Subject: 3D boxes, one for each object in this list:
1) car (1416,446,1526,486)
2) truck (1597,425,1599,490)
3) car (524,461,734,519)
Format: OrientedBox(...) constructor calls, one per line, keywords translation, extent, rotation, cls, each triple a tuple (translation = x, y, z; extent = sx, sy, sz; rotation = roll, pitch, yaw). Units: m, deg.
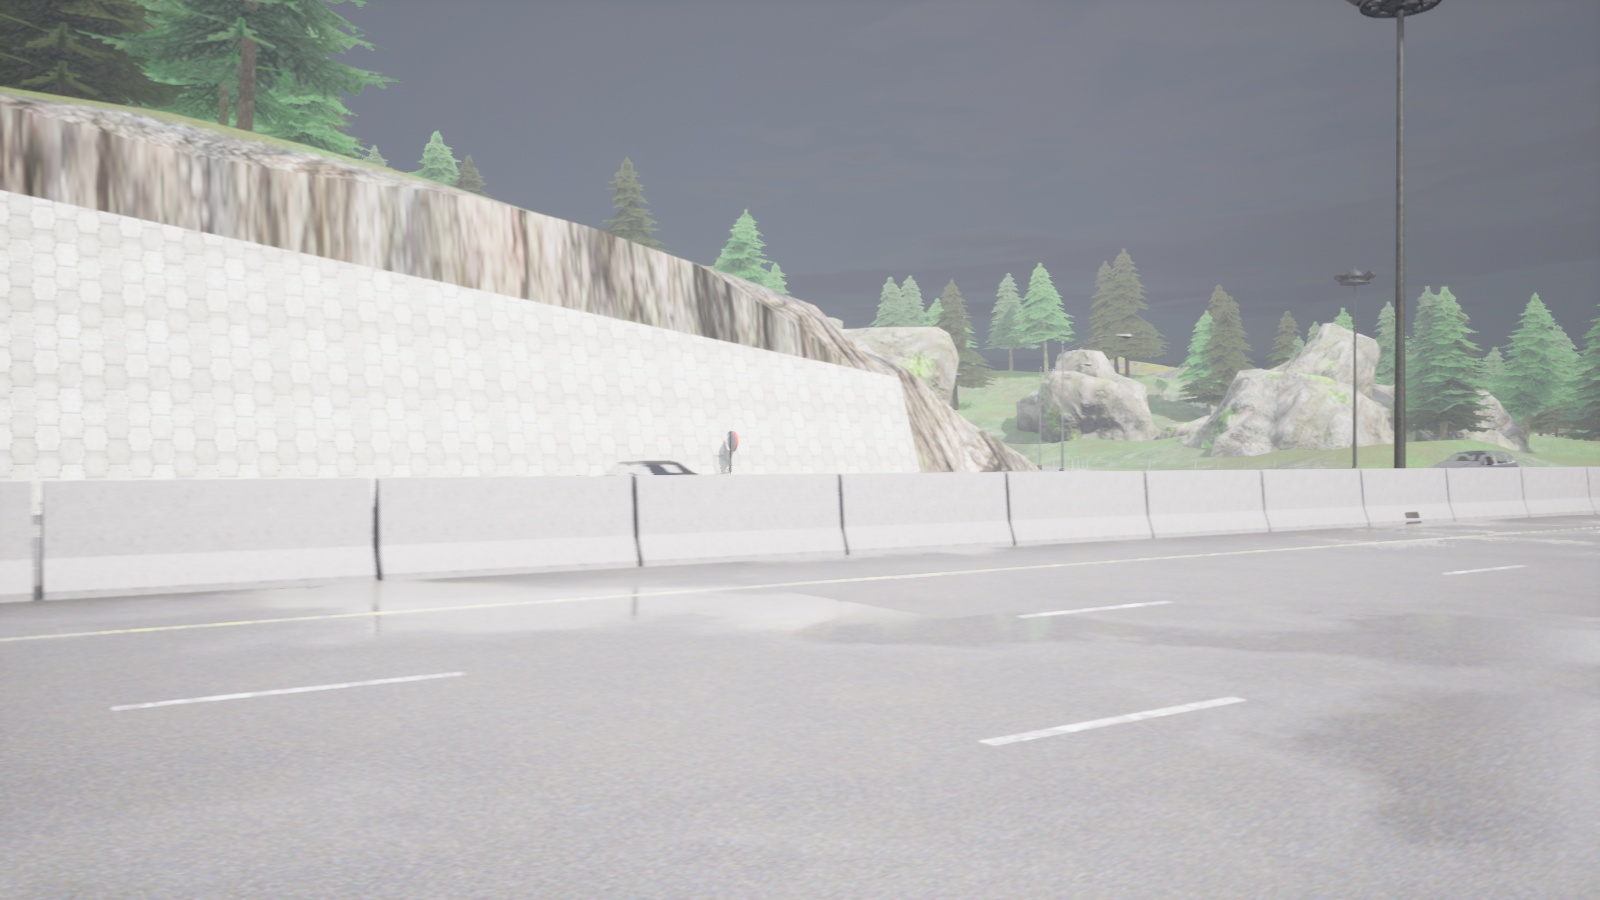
OrientedBox(translation=(28.539, 0.661, 53.374), extent=(4.611, 1.667, 2.242), rotation=(0, 0, -35), cls="car")
OrientedBox(translation=(33.130, 0.311, 48.044), extent=(5.204, 2.467, 2.627), rotation=(0, 0, -35), cls="truck")
OrientedBox(translation=(-4.124, 0.929, 30.639), extent=(4.718, 1.301, 1.895), rotation=(0, 0, -35), cls="car")
